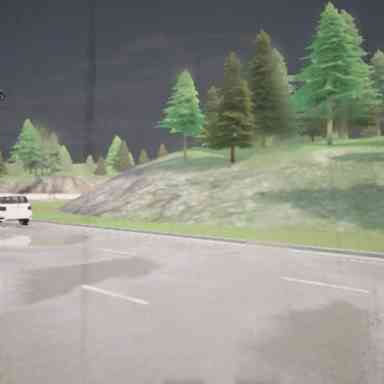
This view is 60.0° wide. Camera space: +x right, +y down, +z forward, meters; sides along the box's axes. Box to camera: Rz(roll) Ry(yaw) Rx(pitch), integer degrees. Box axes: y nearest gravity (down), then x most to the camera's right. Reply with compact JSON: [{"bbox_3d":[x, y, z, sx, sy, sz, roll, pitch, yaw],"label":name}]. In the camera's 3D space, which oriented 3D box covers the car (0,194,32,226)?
[{"bbox_3d":[-12.624,1.128,21.628,5.566,2.045,2.150,1,0,36],"label":"car"}]
